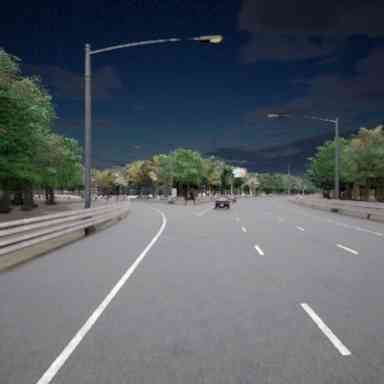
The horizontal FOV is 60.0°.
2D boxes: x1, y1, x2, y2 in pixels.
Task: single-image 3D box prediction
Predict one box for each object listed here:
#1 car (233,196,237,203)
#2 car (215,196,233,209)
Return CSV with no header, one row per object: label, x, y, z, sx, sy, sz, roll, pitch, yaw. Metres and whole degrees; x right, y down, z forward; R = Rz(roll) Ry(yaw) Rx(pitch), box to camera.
car,8.196,1.533,68.110,1.812,1.442,4.674,0,0,12
car,4.122,1.478,44.549,1.882,1.535,5.008,0,0,8
